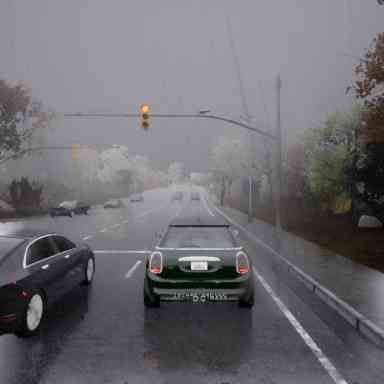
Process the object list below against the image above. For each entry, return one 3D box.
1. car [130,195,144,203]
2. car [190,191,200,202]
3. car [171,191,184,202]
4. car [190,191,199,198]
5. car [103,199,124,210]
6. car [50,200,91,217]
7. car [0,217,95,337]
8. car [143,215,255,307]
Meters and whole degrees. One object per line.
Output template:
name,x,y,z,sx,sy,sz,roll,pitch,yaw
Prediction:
car,-10.073,1.241,61.270,2.033,1.411,5.357,0,3,1
car,0.617,1.053,64.893,2.033,1.411,5.357,0,3,1
car,-2.984,1.070,64.608,2.033,1.411,5.357,0,3,1
car,0.609,0.516,75.150,2.033,1.411,5.357,0,3,1
car,-10.266,1.563,43.637,1.994,1.385,4.181,0,0,1
car,-10.781,1.478,29.870,1.882,1.535,5.008,0,0,7
car,-3.377,1.505,6.627,1.837,1.490,4.892,0,0,0
car,0.143,1.352,8.127,2.097,1.767,4.553,0,0,0
